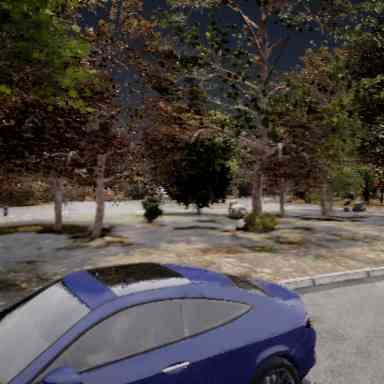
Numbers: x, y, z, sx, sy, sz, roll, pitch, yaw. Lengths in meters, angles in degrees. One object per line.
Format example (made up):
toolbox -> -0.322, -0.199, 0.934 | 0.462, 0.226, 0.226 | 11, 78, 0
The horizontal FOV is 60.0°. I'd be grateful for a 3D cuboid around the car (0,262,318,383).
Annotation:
car -> -0.803, 1.496, 3.116 | 4.674, 1.442, 1.812 | 0, 0, -32
